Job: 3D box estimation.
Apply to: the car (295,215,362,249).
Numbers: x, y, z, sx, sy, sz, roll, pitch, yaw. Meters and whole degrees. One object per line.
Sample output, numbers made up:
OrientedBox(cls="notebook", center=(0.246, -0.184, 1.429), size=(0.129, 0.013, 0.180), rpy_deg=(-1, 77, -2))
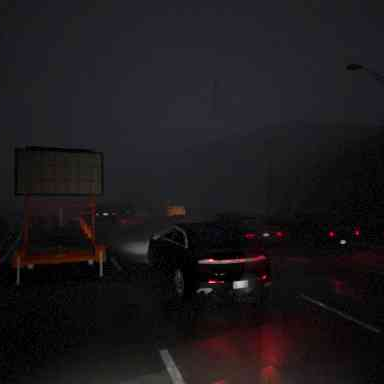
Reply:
OrientedBox(cls="car", center=(5.190, 1.687, 15.229), size=(1.895, 1.301, 4.718), rpy_deg=(0, 0, -21))

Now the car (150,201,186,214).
OrientedBox(cls="car", center=(-2.365, 1.627, 31.495), size=(1.882, 1.535, 5.008), rpy_deg=(0, 0, -28))

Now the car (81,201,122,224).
OrientedBox(cls="car", center=(-7.429, 1.660, 26.250), size=(2.033, 1.411, 5.357), rpy_deg=(0, 0, -27))

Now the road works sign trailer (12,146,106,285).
OrientedBox(cls="road works sign trailer", center=(-3.893, 0.505, 9.870), size=(2.380, 3.560, 2.880), rpy_deg=(0, 0, -23))

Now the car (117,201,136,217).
OrientedBox(cls="car", center=(-7.082, 1.637, 32.751), size=(2.128, 1.511, 4.902), rpy_deg=(0, 0, -30))

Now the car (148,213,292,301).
OrientedBox(cls="car", center=(0.142, 1.535, 8.598), size=(2.128, 1.511, 4.902), rpy_deg=(0, 0, -19))

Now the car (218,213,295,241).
OrientedBox(cls="car", center=(1.779, 1.622, 14.419), size=(2.033, 1.411, 5.357), rpy_deg=(0, 0, -21))
